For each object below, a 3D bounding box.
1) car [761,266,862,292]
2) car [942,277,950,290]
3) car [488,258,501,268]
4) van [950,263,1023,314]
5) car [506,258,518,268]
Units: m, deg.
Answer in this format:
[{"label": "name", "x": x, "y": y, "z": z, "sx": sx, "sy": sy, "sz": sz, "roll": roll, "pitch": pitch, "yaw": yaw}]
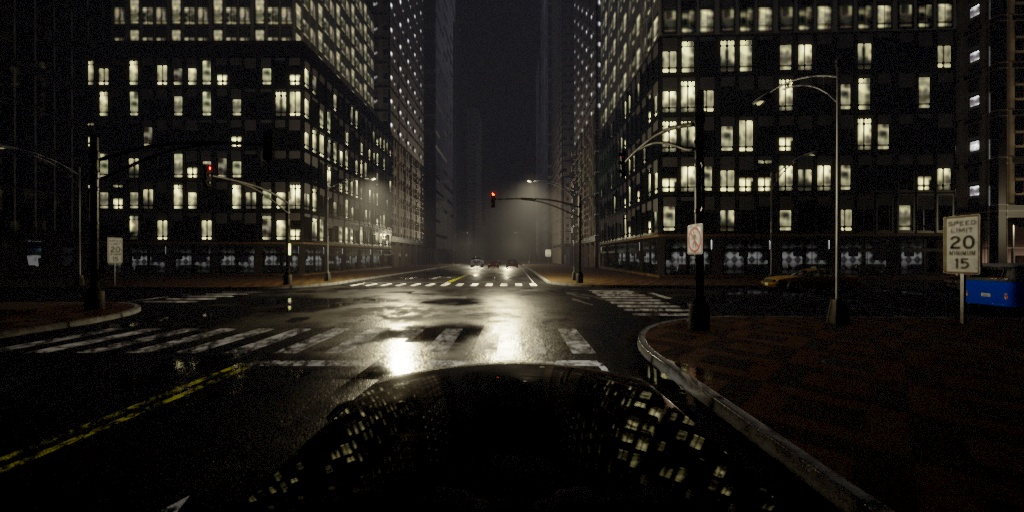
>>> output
[{"label": "car", "x": 17.091, "y": 1.292, "z": 20.603, "sx": 4.829, "sy": 1.417, "sz": 1.751, "roll": 0, "pitch": 0, "yaw": 2}, {"label": "car", "x": 26.925, "y": 1.355, "z": 20.117, "sx": 4.207, "sy": 1.307, "sz": 1.802, "roll": 0, "pitch": 0, "yaw": 2}, {"label": "car", "x": -3.240, "y": 1.458, "z": 63.220, "sx": 1.895, "sy": 1.301, "sz": 4.718, "roll": 0, "pitch": 0, "yaw": 0}, {"label": "van", "x": 18.360, "y": 1.118, "z": 12.431, "sx": 3.998, "sy": 1.789, "sz": 1.690, "roll": 0, "pitch": 0, "yaw": 2}, {"label": "car", "x": 0.010, "y": 1.210, "z": 63.576, "sx": 2.097, "sy": 1.767, "sz": 4.553, "roll": 0, "pitch": 0, "yaw": 0}]
